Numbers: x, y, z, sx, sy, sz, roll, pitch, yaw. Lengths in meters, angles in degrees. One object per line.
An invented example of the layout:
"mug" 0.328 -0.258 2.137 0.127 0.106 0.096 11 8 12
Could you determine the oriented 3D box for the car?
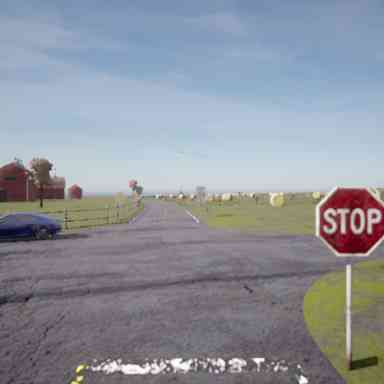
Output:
"car" -9.095 1.759 17.110 4.674 1.442 1.812 -1 2 -21
